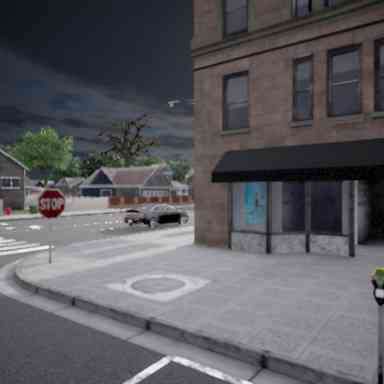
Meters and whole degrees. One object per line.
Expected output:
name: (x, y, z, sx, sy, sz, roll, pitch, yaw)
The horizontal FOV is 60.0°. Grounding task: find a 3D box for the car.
car: (-2.166, 1.466, 21.259, 2.128, 1.511, 4.902, 0, 0, 36)
